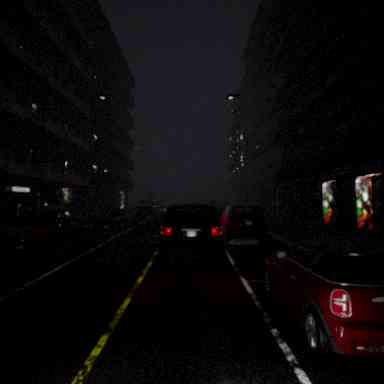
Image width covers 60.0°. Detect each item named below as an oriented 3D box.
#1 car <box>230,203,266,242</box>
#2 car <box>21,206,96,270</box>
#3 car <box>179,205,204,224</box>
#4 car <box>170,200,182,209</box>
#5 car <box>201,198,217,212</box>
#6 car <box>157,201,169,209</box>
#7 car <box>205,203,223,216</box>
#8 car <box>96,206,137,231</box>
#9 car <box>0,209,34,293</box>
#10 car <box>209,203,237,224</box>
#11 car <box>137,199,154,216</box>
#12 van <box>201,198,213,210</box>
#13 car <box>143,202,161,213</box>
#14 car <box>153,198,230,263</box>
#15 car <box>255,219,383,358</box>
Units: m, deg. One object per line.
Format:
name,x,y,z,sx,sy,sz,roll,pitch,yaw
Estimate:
car,2.534,1.502,17.163,2.192,1.841,5.009,1,-1,0
car,-5.305,1.441,11.682,2.192,1.841,5.009,1,-1,0
car,-0.019,1.881,28.419,1.994,1.385,4.181,0,-1,0
car,-2.878,2.225,59.708,1.837,1.490,4.892,0,-1,0
car,2.493,1.907,50.349,2.192,1.841,5.009,1,-1,0
car,-5.373,2.324,61.453,1.802,1.307,4.206,1,-1,0
car,2.501,2.031,39.284,1.802,1.307,4.206,1,-1,0
car,-5.325,1.815,22.742,1.947,1.339,4.313,1,-1,0
car,-5.298,1.382,6.153,2.192,1.841,5.009,1,-1,0
car,2.517,1.754,28.224,1.967,1.590,4.097,1,-1,0
car,-5.339,1.764,39.333,2.192,1.841,5.009,1,-1,0
van,2.485,2.007,55.880,1.690,1.788,3.998,1,-1,0
car,-5.352,2.064,44.861,1.887,1.381,4.507,1,-1,0
car,-0.007,1.361,12.599,2.150,2.045,5.566,0,0,0
car,2.587,1.507,6.101,1.967,1.590,4.097,1,-1,0
